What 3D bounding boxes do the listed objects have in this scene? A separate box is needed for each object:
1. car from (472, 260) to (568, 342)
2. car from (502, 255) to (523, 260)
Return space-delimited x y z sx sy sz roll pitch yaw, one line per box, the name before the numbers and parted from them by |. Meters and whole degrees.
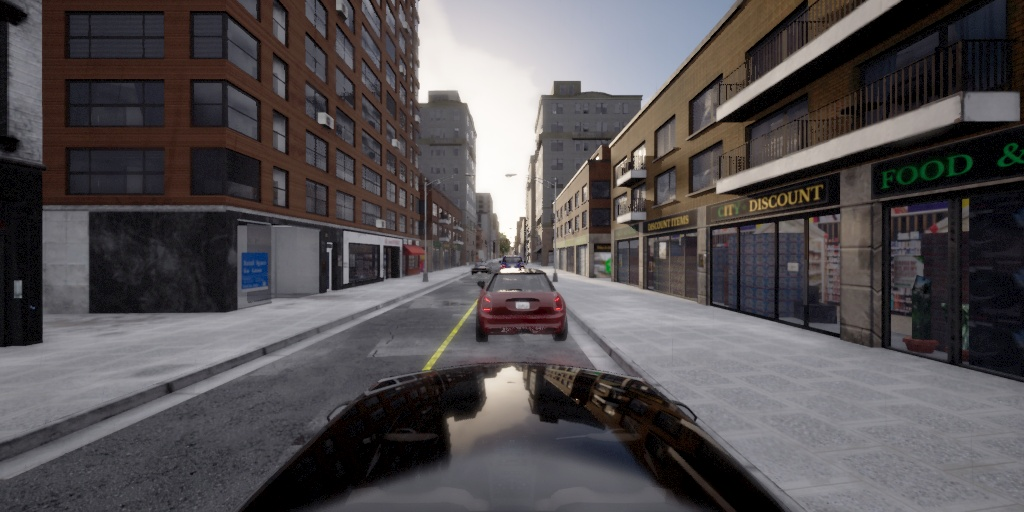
car | 0.115 1.102 9.958 2.097 1.767 4.553 0 0 -3
car | 0.038 0.976 31.104 2.150 2.045 5.566 0 0 0
